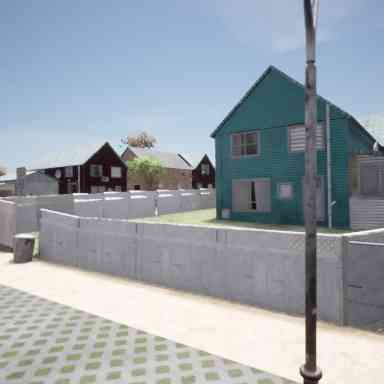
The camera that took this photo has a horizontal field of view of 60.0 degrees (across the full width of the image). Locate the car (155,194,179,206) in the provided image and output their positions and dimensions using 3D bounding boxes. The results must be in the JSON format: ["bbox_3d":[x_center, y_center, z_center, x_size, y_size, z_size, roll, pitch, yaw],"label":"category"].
[{"bbox_3d":[-2.154,0.574,36.285,2.097,1.767,4.553,-1,1,35],"label":"car"}]

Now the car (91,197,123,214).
[{"bbox_3d":[-5.889,1.048,25.863,1.895,1.301,4.718,-1,1,35],"label":"car"}]

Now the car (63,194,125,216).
[{"bbox_3d":[-8.086,1.001,27.869,1.837,1.490,4.892,-1,1,35],"label":"car"}]
